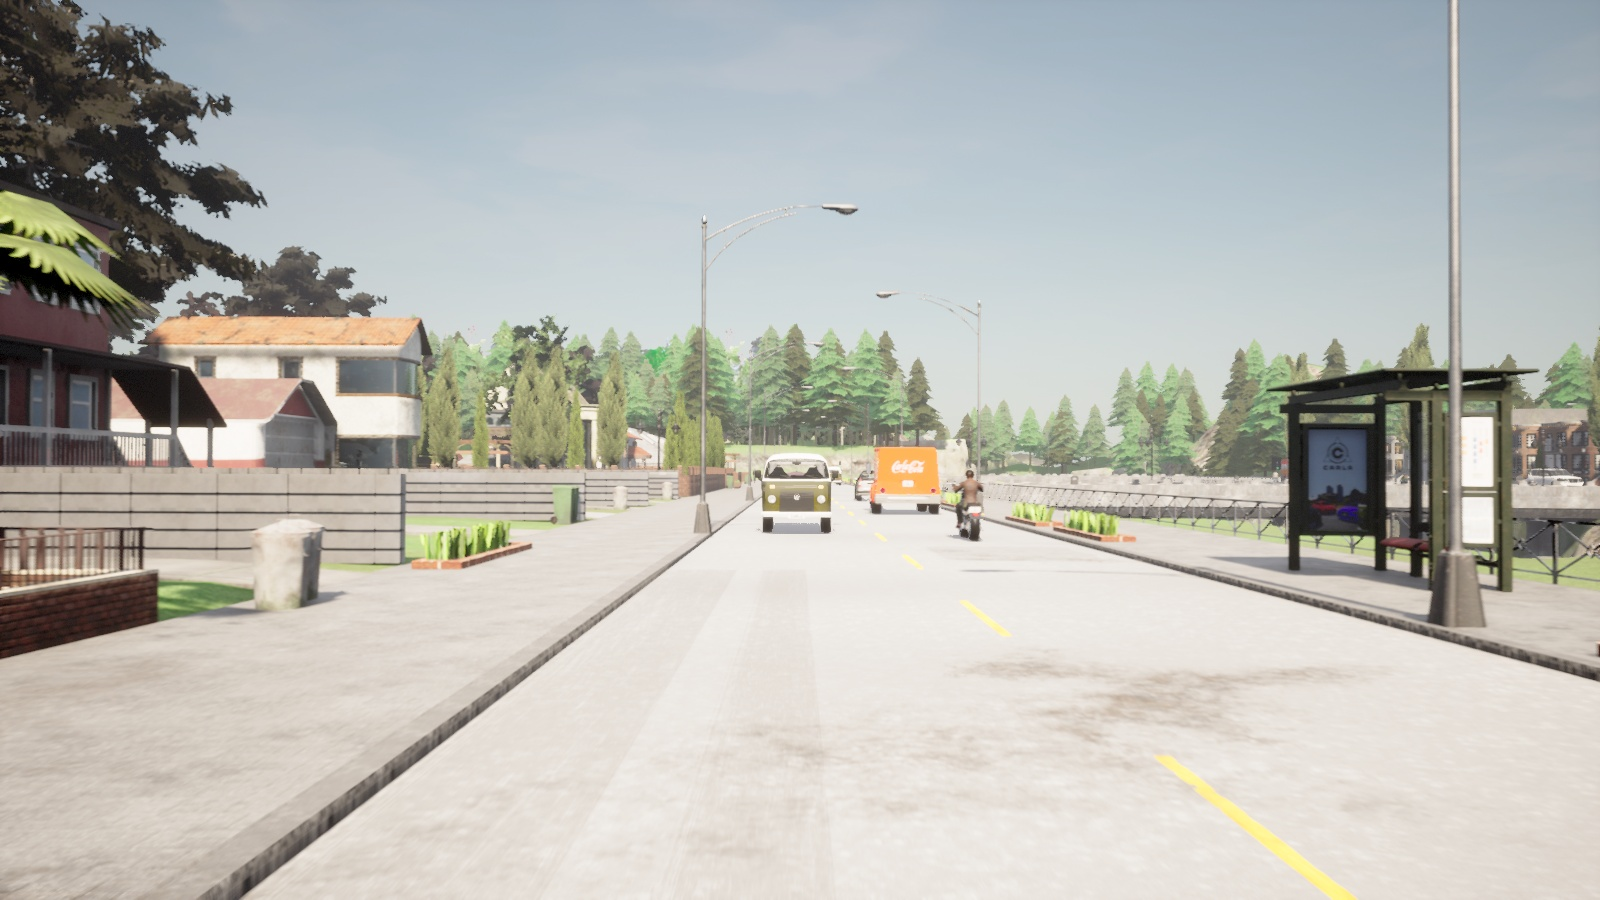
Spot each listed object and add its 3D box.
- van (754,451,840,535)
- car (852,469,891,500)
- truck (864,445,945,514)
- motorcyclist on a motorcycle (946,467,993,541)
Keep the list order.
[{"bbox_3d":[-0.079,1.086,32.724,2.069,2.038,4.480,0,-1,0],"label":"van"},{"bbox_3d":[3.840,1.829,67.575,1.851,1.617,3.988,0,-1,0],"label":"car"},{"bbox_3d":[3.885,1.114,47.878,2.627,2.467,5.204,0,-1,0],"label":"truck"},{"bbox_3d":[3.931,1.241,29.353,0.766,1.649,2.350,0,-1,0],"label":"motorcyclist on a motorcycle"}]
